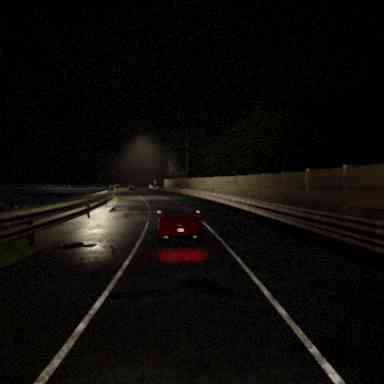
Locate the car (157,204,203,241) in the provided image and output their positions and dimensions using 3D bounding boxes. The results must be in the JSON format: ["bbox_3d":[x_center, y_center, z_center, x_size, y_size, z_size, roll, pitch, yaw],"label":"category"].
[{"bbox_3d":[-0.620,1.309,15.627,1.882,1.535,5.008,0,1,-4],"label":"car"}]

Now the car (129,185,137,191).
[{"bbox_3d":[-15.102,-0.952,85.098,2.128,1.511,4.902,0,2,-12],"label":"car"}]
